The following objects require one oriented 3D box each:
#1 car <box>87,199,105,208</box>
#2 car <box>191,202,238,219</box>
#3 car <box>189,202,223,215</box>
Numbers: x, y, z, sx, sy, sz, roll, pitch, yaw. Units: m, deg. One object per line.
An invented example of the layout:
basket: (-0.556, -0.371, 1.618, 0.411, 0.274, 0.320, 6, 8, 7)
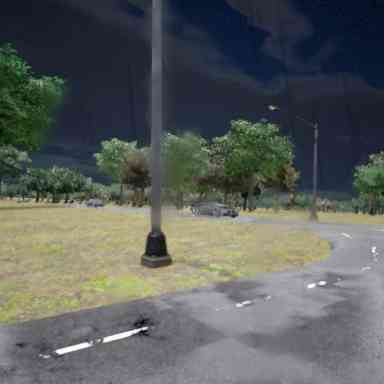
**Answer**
car: (-15.903, 1.868, 55.118, 1.837, 1.490, 4.892, 3, -3, -34)
car: (2.125, 1.599, 29.258, 1.994, 1.385, 4.181, 4, -3, -35)
car: (1.731, 2.076, 42.003, 1.812, 1.442, 4.674, 4, -3, -35)
